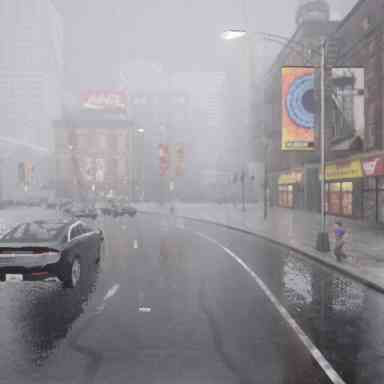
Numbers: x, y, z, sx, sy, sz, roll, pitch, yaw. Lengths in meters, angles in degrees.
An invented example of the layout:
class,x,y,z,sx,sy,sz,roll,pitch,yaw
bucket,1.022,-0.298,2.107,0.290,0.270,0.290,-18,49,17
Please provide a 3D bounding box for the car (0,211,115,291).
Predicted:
class,x,y,z,sx,sy,sz,roll,pitch,yaw
car,-3.682,1.486,9.039,2.128,1.511,4.902,0,0,-4

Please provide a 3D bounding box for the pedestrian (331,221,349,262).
class,x,y,z,sx,sy,sz,roll,pitch,yaw
pedestrian,4.399,1.415,9.828,0.375,1.300,0.375,0,0,-3

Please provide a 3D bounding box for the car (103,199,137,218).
class,x,y,z,sx,sy,sz,roll,pitch,yaw
car,-6.638,1.582,29.459,1.895,1.301,4.718,0,0,-32

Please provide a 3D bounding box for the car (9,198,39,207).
class,x,y,z,sx,sy,sz,roll,pitch,yaw
car,-24.241,1.564,48.863,4.718,1.301,1.895,0,0,29

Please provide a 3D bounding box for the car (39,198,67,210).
class,x,y,z,sx,sy,sz,roll,pitch,yaw
car,-15.935,1.478,39.749,4.892,1.490,1.837,0,0,39

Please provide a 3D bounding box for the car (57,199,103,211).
class,x,y,z,sx,sy,sz,roll,pitch,yaw
car,-9.318,1.530,27.328,2.033,1.411,5.357,0,0,-32

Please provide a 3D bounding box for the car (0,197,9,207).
class,x,y,z,sx,sy,sz,roll,pitch,yaw
car,-29.557,1.487,51.002,4.674,1.452,2.002,0,0,19
